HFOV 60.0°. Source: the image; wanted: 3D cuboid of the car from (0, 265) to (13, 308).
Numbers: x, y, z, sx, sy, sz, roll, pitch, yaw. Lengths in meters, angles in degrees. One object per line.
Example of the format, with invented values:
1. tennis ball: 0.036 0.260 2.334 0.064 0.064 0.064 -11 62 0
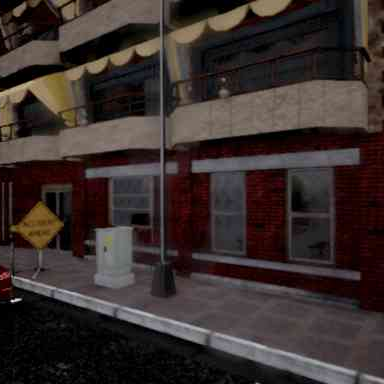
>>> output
1. car: -5.187 1.632 6.643 4.206 1.307 1.802 0 0 36

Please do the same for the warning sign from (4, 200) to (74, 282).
1. warning sign: -3.933 1.166 8.602 1.060 1.860 1.300 -1 0 36
